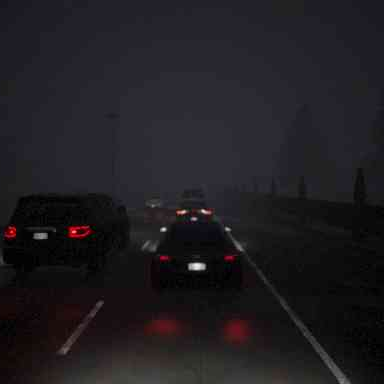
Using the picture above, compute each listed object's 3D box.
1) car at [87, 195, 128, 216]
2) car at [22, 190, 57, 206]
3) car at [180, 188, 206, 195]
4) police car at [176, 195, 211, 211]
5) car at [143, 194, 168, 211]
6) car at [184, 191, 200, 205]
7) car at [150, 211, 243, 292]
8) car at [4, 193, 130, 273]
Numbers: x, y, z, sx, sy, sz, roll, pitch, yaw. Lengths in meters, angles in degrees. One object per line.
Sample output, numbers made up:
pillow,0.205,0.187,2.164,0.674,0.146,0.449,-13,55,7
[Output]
car,-6.908,1.041,27.881,2.033,1.411,5.357,0,1,0
car,-17.626,0.649,38.735,2.097,1.767,4.553,0,1,-1
car,0.084,0.685,29.631,2.150,2.045,5.566,0,1,0
police car,0.097,1.158,19.053,2.038,1.542,4.974,0,1,0
car,-3.422,0.953,31.580,1.812,1.442,4.674,0,1,0
car,-0.085,0.705,41.429,1.801,1.575,5.366,0,1,-1
car,0.097,1.406,8.571,1.994,1.385,4.181,0,1,0
car,-3.402,1.035,10.175,2.150,2.045,5.566,0,1,0
